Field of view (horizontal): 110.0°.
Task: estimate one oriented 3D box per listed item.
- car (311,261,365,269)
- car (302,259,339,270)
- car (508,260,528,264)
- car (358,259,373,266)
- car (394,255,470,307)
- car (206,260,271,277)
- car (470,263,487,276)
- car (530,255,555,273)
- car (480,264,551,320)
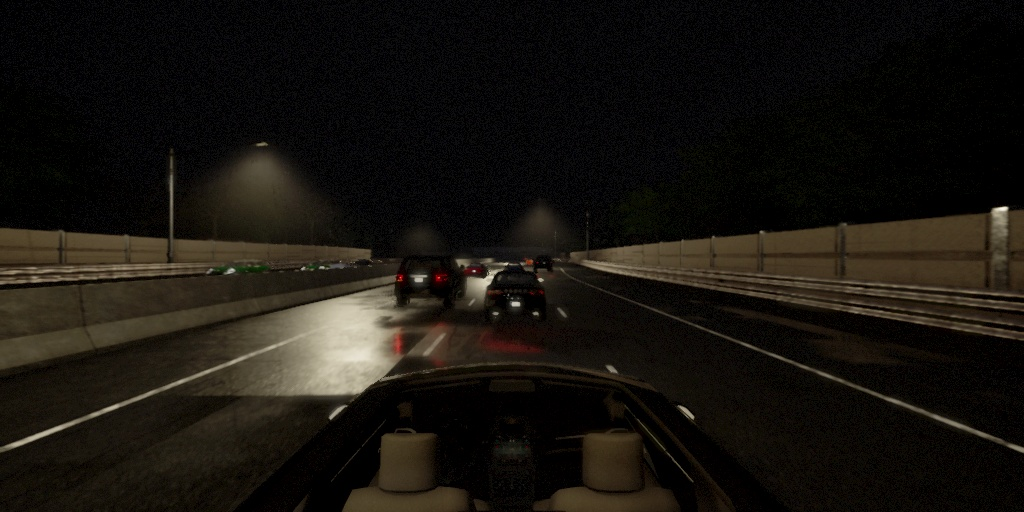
[{"bbox_3d":[-14.013,1.306,29.193,1.994,1.385,4.181,0,0,0],"label":"car"},{"bbox_3d":[-17.485,1.093,33.320,2.097,1.767,4.553,0,0,0],"label":"car"},{"bbox_3d":[0.209,1.307,33.630,1.994,1.385,4.181,0,0,0],"label":"car"},{"bbox_3d":[-23.539,1.270,56.715,1.812,1.442,4.674,0,0,-2],"label":"car"},{"bbox_3d":[-3.377,0.968,15.704,2.150,2.045,5.566,0,0,0],"label":"car"},{"bbox_3d":[-21.021,1.093,27.760,2.097,1.767,4.553,0,0,0],"label":"car"},{"bbox_3d":[-3.293,1.307,33.470,1.994,1.385,4.181,0,0,0],"label":"car"},{"bbox_3d":[3.678,0.902,43.535,2.150,2.045,5.566,0,0,1],"label":"car"},{"bbox_3d":[0.115,1.224,12.711,1.882,1.535,5.008,0,0,0],"label":"car"}]
